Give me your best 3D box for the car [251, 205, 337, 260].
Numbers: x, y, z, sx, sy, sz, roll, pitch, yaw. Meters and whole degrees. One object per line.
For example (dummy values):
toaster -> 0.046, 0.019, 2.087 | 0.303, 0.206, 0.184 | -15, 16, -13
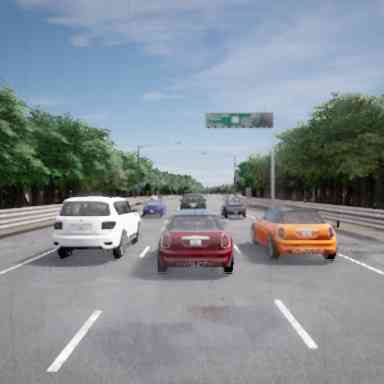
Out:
car -> 3.597, 1.329, 12.540 | 2.097, 1.767, 4.553 | 0, 0, 0

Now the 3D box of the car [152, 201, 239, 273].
car -> 0.096, 1.333, 10.803 | 2.097, 1.767, 4.553 | 0, 0, 0

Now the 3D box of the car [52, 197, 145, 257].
car -> -3.403, 1.198, 12.882 | 2.150, 2.045, 5.566 | 0, 0, 0

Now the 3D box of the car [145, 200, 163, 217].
car -> -3.407, 1.481, 30.524 | 1.812, 1.442, 4.674 | 0, 0, 0

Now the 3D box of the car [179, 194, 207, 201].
car -> 0.094, 1.178, 28.651 | 2.150, 2.045, 5.566 | 0, 0, 0

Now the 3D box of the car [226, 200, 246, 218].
car -> 3.593, 1.447, 29.426 | 2.128, 1.511, 4.902 | 0, 0, 0
